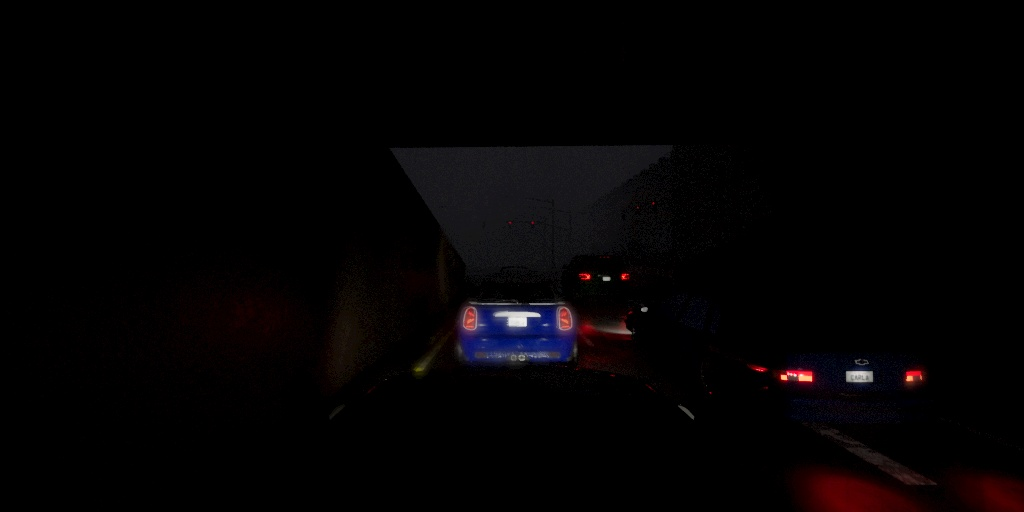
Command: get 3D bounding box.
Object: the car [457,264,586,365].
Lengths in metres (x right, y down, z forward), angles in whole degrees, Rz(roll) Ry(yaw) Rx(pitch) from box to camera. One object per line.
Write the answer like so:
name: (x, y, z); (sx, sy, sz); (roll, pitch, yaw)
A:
car: (0.108, 1.102, 7.999); (2.097, 1.767, 4.553); (0, 0, 0)

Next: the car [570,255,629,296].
car: (3.647, 0.971, 16.474); (2.150, 2.045, 5.566); (0, 0, 0)

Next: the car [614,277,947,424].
car: (3.611, 1.297, 6.228); (2.033, 1.411, 5.357); (0, 0, 0)

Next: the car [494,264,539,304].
car: (0.134, 1.228, 17.283); (1.882, 1.535, 5.008); (0, 0, -1)
